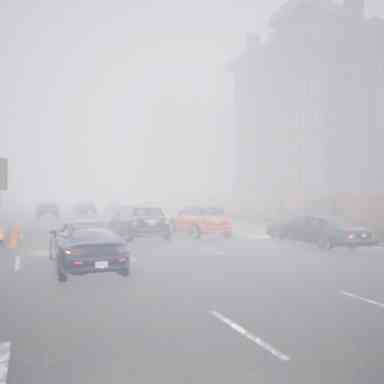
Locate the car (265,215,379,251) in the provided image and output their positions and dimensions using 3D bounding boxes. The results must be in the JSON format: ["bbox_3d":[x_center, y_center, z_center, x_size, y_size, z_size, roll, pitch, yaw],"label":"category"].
[{"bbox_3d":[5.781,1.794,15.578,2.033,1.411,5.357,1,-1,-26],"label":"car"}]

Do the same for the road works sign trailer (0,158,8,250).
[{"bbox_3d":[-8.774,0.268,13.393,2.380,3.560,2.880,1,6,-26],"label":"road works sign trailer"}]

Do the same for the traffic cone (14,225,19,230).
[{"bbox_3d":[-8.142,1.944,15.276,0.340,0.580,0.340,1,-1,-26],"label":"traffic cone"}]

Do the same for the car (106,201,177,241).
[{"bbox_3d":[-2.751,1.455,17.063,2.097,1.767,4.553,1,-1,-26],"label":"car"}]

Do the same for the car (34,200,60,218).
[{"bbox_3d":[-13.125,1.537,30.175,1.837,1.490,4.892,1,0,-26],"label":"car"}]

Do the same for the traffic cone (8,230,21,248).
[{"bbox_3d":[-7.257,1.945,13.482,0.340,0.580,0.340,1,-1,-26],"label":"traffic cone"}]

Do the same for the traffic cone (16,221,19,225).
[{"bbox_3d":[-9.026,1.944,17.070,0.340,0.580,0.340,1,-1,-26],"label":"traffic cone"}]

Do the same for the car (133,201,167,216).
[{"bbox_3d":[-4.719,1.793,36.861,2.033,1.411,5.357,1,-1,-26],"label":"car"}]

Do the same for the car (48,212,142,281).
[{"bbox_3d":[-3.166,1.558,9.983,1.812,1.442,4.674,1,-1,-26],"label":"car"}]

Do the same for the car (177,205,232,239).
[{"bbox_3d":[0.338,1.526,18.709,2.097,1.767,4.553,1,-1,-26],"label":"car"}]

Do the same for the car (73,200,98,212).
[{"bbox_3d":[-10.622,1.610,33.010,1.837,1.490,4.892,1,0,-26],"label":"car"}]
